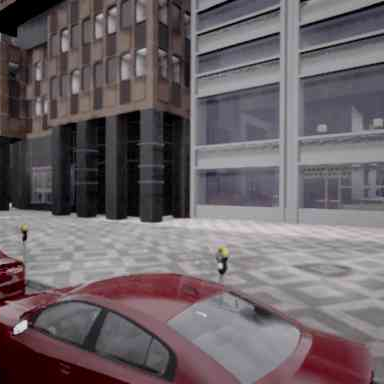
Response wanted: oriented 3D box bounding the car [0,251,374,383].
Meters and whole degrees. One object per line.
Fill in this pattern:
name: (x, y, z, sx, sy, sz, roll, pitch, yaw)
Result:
car: (-0.616, 1.538, 3.422, 4.507, 1.381, 1.887, 0, 0, 36)
